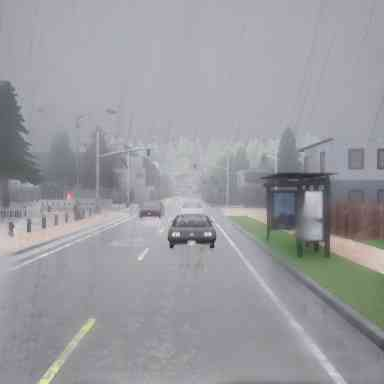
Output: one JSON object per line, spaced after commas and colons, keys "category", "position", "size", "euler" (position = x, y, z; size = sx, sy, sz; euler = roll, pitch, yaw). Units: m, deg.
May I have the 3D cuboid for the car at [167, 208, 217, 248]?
{"category": "car", "position": [0.000, 1.614, 14.680], "size": [1.895, 1.301, 4.718], "euler": [0, 0, 0]}

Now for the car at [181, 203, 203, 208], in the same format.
{"category": "car", "position": [0.000, 1.615, 29.680], "size": [1.895, 1.301, 4.718], "euler": [0, 0, 0]}

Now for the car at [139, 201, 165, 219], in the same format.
{"category": "car", "position": [-3.500, 1.510, 29.660], "size": [1.882, 1.535, 5.008], "euler": [0, 0, 0]}
